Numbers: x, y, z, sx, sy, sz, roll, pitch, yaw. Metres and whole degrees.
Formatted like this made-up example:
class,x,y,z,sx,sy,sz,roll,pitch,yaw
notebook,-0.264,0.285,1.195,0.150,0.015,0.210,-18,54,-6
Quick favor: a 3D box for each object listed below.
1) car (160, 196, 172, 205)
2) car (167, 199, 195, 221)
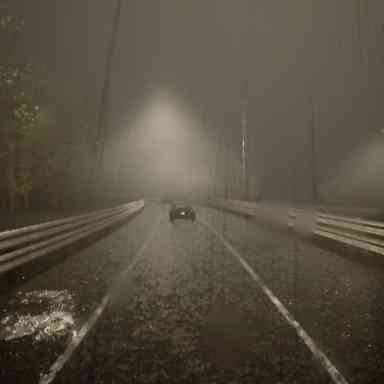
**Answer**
class,x,y,z,sx,sy,sz,roll,pitch,yaw
car,-4.531,1.479,58.809,1.837,1.490,4.892,0,0,-9
car,-0.861,1.568,27.330,1.994,1.385,4.181,0,0,-4
